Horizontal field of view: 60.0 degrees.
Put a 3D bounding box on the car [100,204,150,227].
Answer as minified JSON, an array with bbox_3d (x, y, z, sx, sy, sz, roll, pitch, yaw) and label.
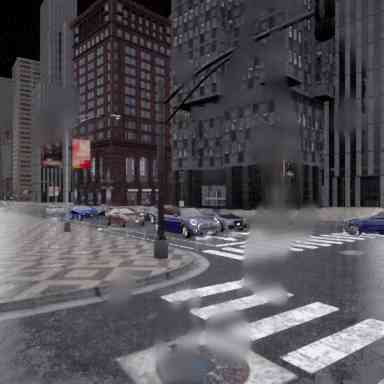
[{"bbox_3d":[-5.491,1.976,26.839,1.812,1.442,4.674,0,-1,-36],"label":"car"}]

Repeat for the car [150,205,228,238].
[{"bbox_3d":[-0.340,1.636,19.625,2.097,1.767,4.553,0,-1,-35],"label":"car"}]

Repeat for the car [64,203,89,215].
[{"bbox_3d":[-16.916,2.399,48.449,2.128,1.511,4.902,0,-1,-35],"label":"car"}]

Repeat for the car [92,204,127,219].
[{"bbox_3d":[-9.510,2.154,38.015,2.128,1.511,4.902,0,-1,-36],"label":"car"}]

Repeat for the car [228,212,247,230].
[{"bbox_3d":[1.734,1.861,22.344,1.994,1.385,4.181,0,-1,-36],"label":"car"}]

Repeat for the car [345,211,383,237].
[{"bbox_3d":[10.080,1.584,16.618,1.812,1.442,4.674,-1,-1,-36],"label":"car"}]

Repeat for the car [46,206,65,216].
[{"bbox_3d":[-17.957,2.459,44.282,1.895,1.301,4.718,0,-1,-35],"label":"car"}]

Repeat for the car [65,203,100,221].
[{"bbox_3d":[-11.424,2.121,35.107,1.882,1.535,5.008,0,-1,-36],"label":"car"}]
